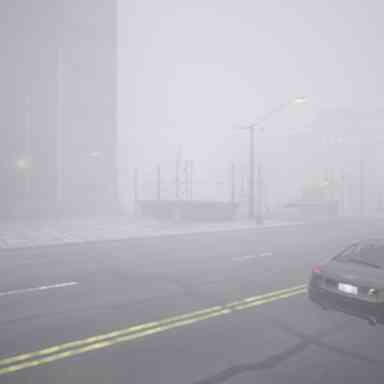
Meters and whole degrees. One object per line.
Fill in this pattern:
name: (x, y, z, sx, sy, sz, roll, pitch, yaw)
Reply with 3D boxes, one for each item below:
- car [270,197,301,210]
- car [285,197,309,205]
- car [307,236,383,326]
car: (13.090, 1.476, 44.487, 4.553, 1.767, 2.185, 0, 0, -36)
car: (20.021, 1.743, 63.539, 4.674, 1.452, 2.002, 0, 0, -36)
car: (4.269, 1.609, 6.784, 4.181, 1.385, 1.994, 0, 0, -35)
